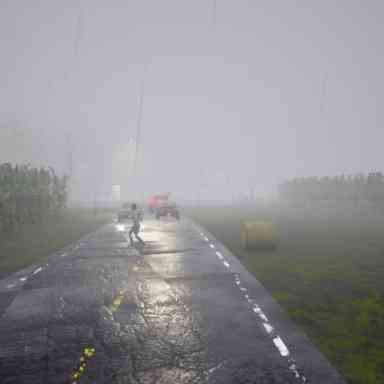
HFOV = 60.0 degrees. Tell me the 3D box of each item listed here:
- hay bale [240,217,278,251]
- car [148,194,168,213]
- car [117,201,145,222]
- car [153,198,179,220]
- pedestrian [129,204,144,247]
[{"bbox_3d":[2.634,1.655,13.237,1.220,1.180,1.240,0,0,-4],"label":"hay bale"},{"bbox_3d":[-3.794,1.258,38.023,2.150,2.045,5.566,0,0,-11],"label":"car"},{"bbox_3d":[-4.824,1.519,26.470,1.837,1.490,4.892,0,0,-8],"label":"car"},{"bbox_3d":[-2.153,1.520,28.383,1.837,1.490,4.892,0,0,-8],"label":"car"},{"bbox_3d":[-2.246,1.292,13.459,0.375,1.860,0.375,0,0,-9],"label":"pedestrian"}]
